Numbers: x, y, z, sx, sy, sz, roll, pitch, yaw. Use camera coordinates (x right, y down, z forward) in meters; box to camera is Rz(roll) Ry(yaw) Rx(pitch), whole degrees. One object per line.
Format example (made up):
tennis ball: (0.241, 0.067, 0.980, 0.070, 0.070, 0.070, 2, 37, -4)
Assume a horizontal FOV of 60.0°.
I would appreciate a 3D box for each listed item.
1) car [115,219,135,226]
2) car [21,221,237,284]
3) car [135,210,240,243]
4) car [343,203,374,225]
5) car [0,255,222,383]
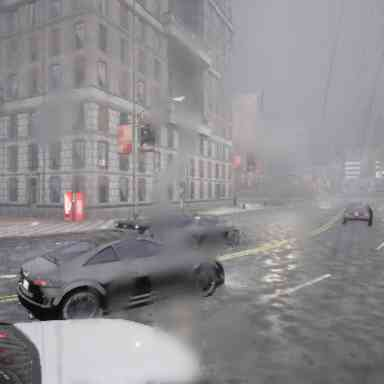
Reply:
car: (-1.539, 1.587, 16.517, 1.895, 1.301, 4.718, 0, 0, 41)
car: (-1.297, 1.558, 6.981, 4.181, 1.385, 1.994, 0, 0, -39)
car: (0.105, 1.554, 13.272, 1.994, 1.385, 4.181, 0, 0, 43)
car: (12.114, 1.537, 24.244, 2.033, 1.411, 5.357, 0, 0, 29)
car: (-2.042, 1.523, 2.025, 4.674, 1.442, 1.812, 0, 0, -34)
